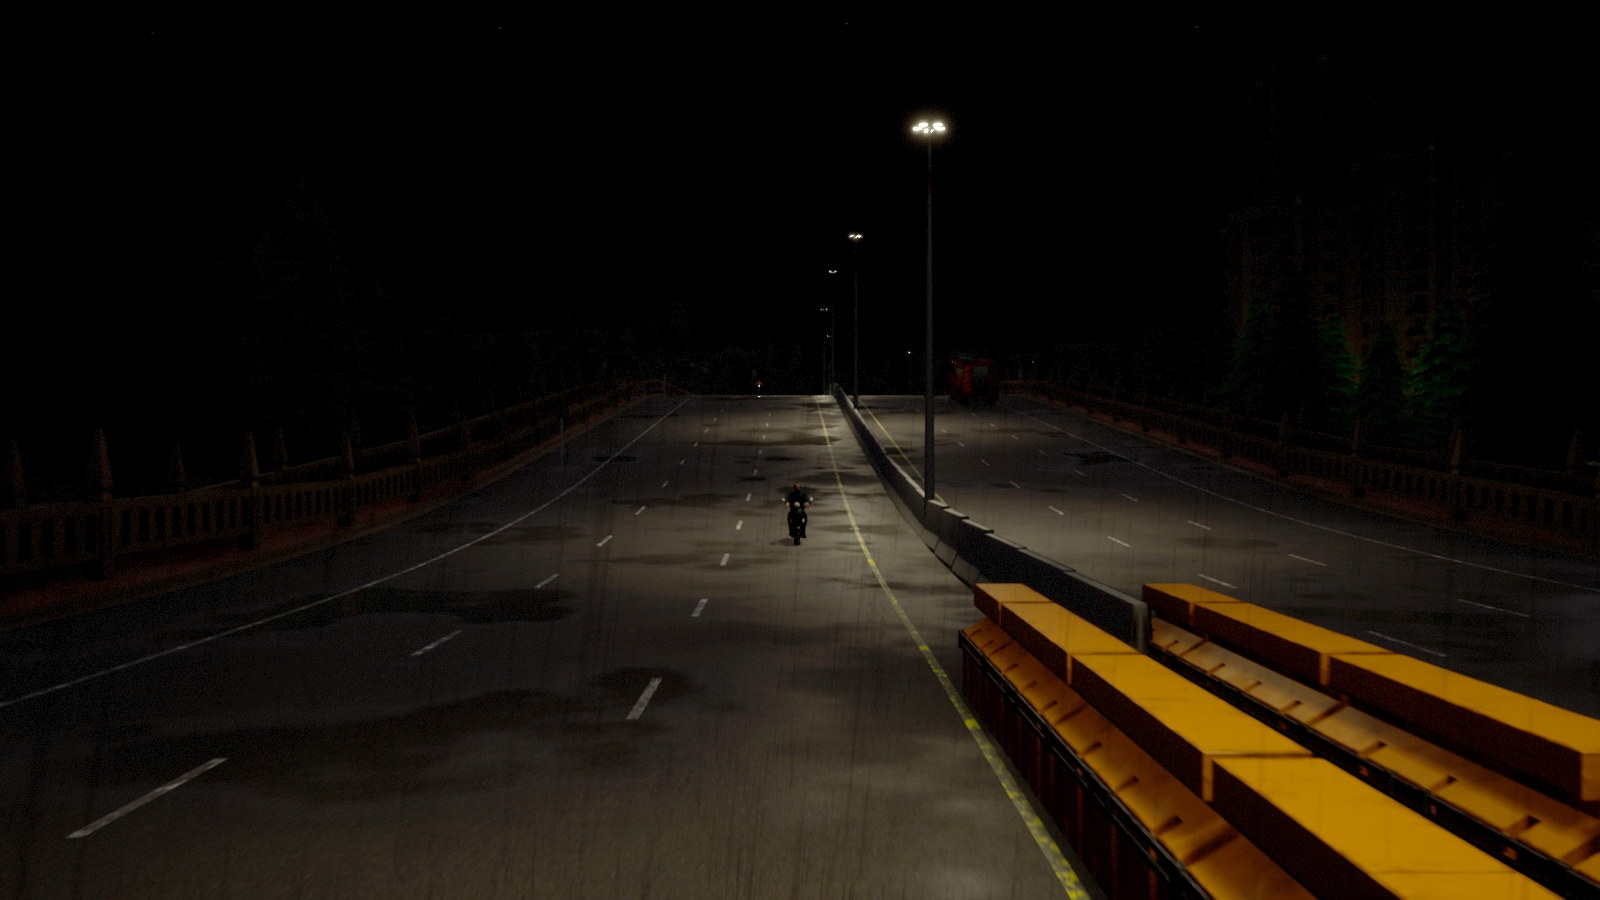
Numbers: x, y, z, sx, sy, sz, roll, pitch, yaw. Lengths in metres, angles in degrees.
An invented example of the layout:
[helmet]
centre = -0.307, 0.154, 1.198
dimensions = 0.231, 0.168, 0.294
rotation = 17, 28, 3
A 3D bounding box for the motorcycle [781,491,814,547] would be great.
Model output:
[motorcycle]
centre = -0.075, 1.847, 30.769
dimensions = 0.856, 1.316, 1.805
rotation = 0, 3, 0
